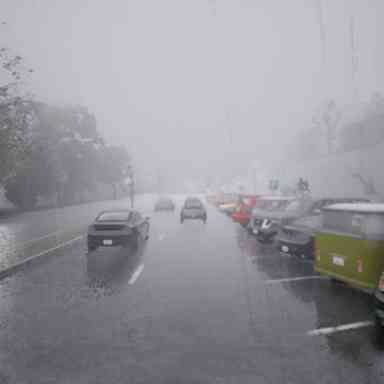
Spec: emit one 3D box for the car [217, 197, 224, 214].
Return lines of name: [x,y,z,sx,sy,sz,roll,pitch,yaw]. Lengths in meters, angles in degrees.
car: [5.042,1.426,28.714,4.792,1.488,2.163,1,1,-20]

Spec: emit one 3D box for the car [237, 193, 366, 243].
car: [5.048,1.206,13.789,5.566,2.045,2.435,1,0,-20]

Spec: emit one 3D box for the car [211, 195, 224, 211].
car: [4.897,1.367,31.641,5.366,1.575,1.946,1,1,-20]

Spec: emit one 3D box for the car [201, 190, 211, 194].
car: [5.079,0.854,67.504,4.892,1.521,2.231,1,1,-20]

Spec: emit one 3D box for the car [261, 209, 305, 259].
car: [5.064,1.466,10.821,4.892,1.521,2.231,1,0,-20]

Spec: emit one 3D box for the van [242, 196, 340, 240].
van: [4.965,1.224,16.742,4.442,1.987,1.878,1,0,-20]

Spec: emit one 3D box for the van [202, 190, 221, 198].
van: [4.963,0.424,85.356,4.442,1.987,1.878,1,1,-20]

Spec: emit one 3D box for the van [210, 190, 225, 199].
van: [4.964,1.046,40.612,4.442,1.987,1.878,0,1,-20]

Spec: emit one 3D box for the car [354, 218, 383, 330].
car: [5.042,1.352,4.846,4.553,1.767,2.185,1,0,-20]

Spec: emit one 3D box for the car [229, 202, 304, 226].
car: [5.066,1.470,22.757,4.674,1.452,2.002,1,0,-20]

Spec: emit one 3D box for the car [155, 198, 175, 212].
car: [-2.900,1.393,36.765,1.994,1.385,4.181,0,1,0]

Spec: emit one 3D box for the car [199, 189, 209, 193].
car: [5.098,0.562,70.502,5.566,2.045,2.435,1,1,-20]

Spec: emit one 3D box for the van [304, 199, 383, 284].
van: [5.181,1.247,7.881,4.442,1.987,1.878,1,0,-20]

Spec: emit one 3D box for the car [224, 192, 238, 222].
car: [5.099,1.192,19.785,5.566,2.045,2.435,1,0,-20]

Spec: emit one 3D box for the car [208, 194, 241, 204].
car: [5.095,1.110,52.613,4.792,1.488,2.163,0,1,-20]

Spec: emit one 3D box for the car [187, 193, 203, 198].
car: [0.099,1.264,42.182,1.837,1.490,4.892,0,1,0]

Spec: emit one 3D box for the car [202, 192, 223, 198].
car: [5.094,0.711,82.432,4.792,1.488,2.163,1,0,-20]

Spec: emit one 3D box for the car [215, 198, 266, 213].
car: [5.096,1.375,34.711,4.792,1.488,2.163,1,0,-20]

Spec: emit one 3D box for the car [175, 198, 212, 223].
car: [0.099,1.422,24.812,2.128,1.511,4.902,0,0,0]

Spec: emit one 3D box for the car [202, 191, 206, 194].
car: [4.896,1.024,55.516,5.366,1.575,1.946,0,1,-20]

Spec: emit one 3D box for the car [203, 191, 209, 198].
car: [4.895,1.127,49.551,5.366,1.575,1.946,0,1,-20]

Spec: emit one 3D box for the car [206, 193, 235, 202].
car: [5.065,1.022,58.565,4.674,1.452,2.002,0,1,-20]

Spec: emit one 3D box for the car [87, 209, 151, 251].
car: [-2.900,1.472,13.872,1.837,1.490,4.892,0,0,0]

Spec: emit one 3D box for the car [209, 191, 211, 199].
car: [5.042,1.102,43.640,4.553,1.767,2.185,0,1,-20]
